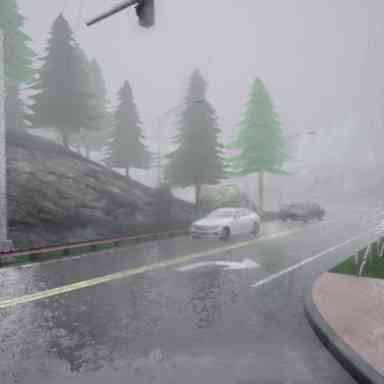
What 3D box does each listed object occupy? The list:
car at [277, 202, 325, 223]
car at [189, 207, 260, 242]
[{"bbox_3d":[8.223,1.447,24.629,2.033,1.411,5.357,-2,-1,39],"label":"car"},{"bbox_3d":[1.786,1.508,16.647,1.812,1.442,4.674,-2,-1,39],"label":"car"}]
